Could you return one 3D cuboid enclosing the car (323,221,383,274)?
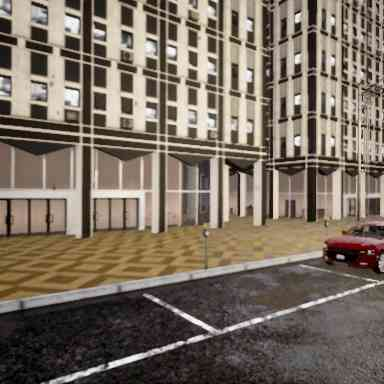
[{"bbox_3d":[6.122,1.653,10.928,4.507,1.381,1.887,1,-1,-35],"label":"car"}]
